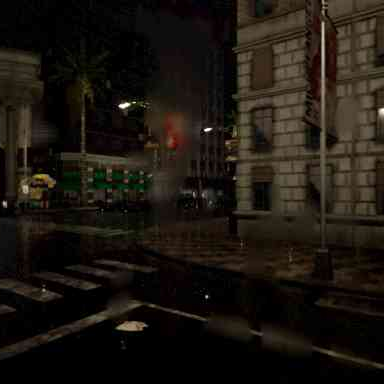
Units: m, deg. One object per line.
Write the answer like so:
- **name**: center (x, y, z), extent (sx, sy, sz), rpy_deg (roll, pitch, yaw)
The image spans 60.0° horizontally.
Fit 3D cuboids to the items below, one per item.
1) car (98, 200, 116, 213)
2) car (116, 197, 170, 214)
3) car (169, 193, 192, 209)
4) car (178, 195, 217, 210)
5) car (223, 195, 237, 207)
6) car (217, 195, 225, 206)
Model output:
- **car**: center (-8.013, 1.531, 37.712), extent (2.033, 1.411, 5.357), rpy_deg (0, 0, 36)
- **car**: center (-5.118, 1.533, 35.746), extent (2.033, 1.411, 5.357), rpy_deg (0, 0, 36)
- **car**: center (-1.937, 1.205, 45.900), extent (2.150, 2.045, 5.566), rpy_deg (0, 0, 38)
- **car**: center (0.794, 1.490, 43.689), extent (1.837, 1.490, 4.892), rpy_deg (0, 0, 38)
- **car**: center (7.407, 1.587, 51.453), extent (4.718, 1.301, 1.895), rpy_deg (0, 0, -43)
- **car**: center (4.488, 1.336, 53.489), extent (4.553, 1.767, 2.097), rpy_deg (0, 0, -45)
